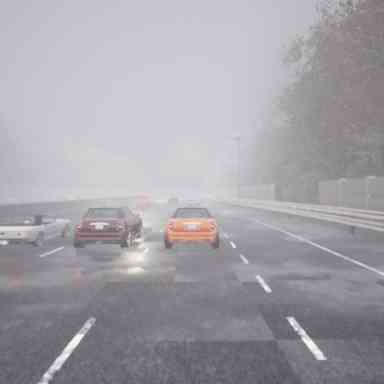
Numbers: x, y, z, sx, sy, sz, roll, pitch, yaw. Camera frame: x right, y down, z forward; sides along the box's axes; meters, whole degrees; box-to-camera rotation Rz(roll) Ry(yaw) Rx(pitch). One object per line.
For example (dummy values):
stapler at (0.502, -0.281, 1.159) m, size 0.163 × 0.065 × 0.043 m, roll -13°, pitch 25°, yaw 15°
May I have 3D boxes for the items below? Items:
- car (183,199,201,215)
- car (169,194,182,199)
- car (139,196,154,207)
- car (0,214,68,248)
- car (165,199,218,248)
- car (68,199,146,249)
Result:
car at (-0.007, 1.526, 34.490) m, size 1.812 × 1.442 × 4.674 m, roll 0°, pitch 0°, yaw 0°
car at (-3.512, 1.479, 64.366) m, size 1.882 × 1.535 × 5.008 m, roll 0°, pitch 0°, yaw 0°
car at (-7.011, 1.352, 50.152) m, size 2.097 × 1.767 × 4.553 m, roll 0°, pitch 0°, yaw 0°
car at (-7.002, 1.600, 14.691) m, size 1.895 × 1.301 × 4.718 m, roll 0°, pitch 0°, yaw 0°
car at (-0.004, 1.352, 14.899) m, size 2.097 × 1.767 × 4.553 m, roll 0°, pitch 0°, yaw 0°
car at (-3.507, 1.351, 14.740) m, size 2.097 × 1.767 × 4.553 m, roll 0°, pitch 0°, yaw 0°
